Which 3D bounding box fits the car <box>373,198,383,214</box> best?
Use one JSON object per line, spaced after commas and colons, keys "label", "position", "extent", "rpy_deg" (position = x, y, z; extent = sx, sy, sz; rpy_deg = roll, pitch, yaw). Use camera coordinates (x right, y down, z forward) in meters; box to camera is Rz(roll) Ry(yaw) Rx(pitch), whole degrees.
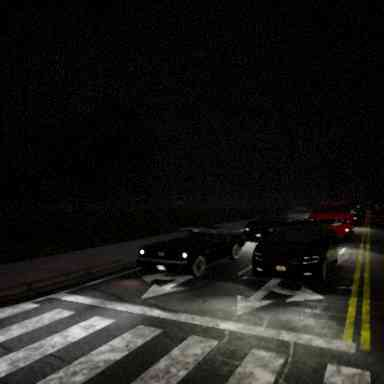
{"label": "car", "position": [25.630, 1.873, 44.841], "extent": [2.150, 2.045, 5.566], "rpy_deg": [-2, -2, 28]}

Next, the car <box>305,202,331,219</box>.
{"label": "car", "position": [14.134, 1.986, 37.250], "extent": [2.097, 1.767, 4.553], "rpy_deg": [-2, -2, 29]}

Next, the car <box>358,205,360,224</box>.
{"label": "car", "position": [13.308, 1.675, 28.919], "extent": [2.150, 2.045, 5.566], "rpy_deg": [-2, -1, 28]}

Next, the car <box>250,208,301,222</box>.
{"label": "car", "position": [4.753, 1.922, 19.832], "extent": [2.033, 1.411, 5.357], "rpy_deg": [-2, -1, 28]}

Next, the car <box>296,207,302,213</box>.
{"label": "car", "position": [9.284, 2.023, 28.274], "extent": [1.812, 1.442, 4.674], "rpy_deg": [-2, -1, 28]}

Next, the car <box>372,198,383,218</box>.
{"label": "car", "position": [21.034, 1.863, 36.148], "extent": [2.097, 1.767, 4.553], "rpy_deg": [-2, -2, 29]}

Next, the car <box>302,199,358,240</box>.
{"label": "car", "position": [8.241, 1.536, 19.477], "extent": [2.150, 2.045, 5.566], "rpy_deg": [-2, -1, 28]}

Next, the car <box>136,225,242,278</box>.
{"label": "car", "position": [0.192, 1.855, 11.331], "extent": [1.895, 1.301, 4.718], "rpy_deg": [-2, -1, 29]}

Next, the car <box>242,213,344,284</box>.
{"label": "car", "position": [3.445, 1.666, 10.521], "extent": [1.882, 1.535, 5.008], "rpy_deg": [-2, -1, 29]}
